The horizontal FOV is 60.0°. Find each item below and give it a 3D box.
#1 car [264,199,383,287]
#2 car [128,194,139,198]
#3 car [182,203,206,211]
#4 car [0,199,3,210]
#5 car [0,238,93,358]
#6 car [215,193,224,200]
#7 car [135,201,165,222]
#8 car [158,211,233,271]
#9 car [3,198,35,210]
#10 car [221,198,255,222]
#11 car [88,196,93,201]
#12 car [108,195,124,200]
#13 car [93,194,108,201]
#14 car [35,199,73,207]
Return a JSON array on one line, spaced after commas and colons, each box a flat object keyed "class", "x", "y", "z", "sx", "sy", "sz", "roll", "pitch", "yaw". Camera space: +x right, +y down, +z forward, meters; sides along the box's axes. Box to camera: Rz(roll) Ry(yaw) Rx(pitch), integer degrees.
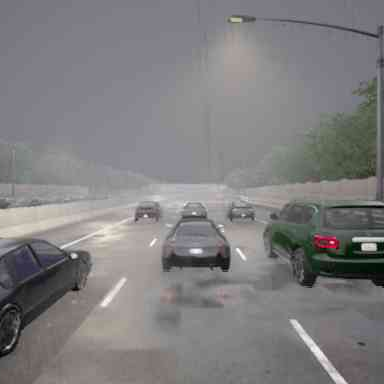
[{"class": "car", "x": 3.614, "y": 1.212, "z": 9.457, "sx": 2.150, "sy": 2.045, "sz": 5.566, "roll": 0, "pitch": 0, "yaw": 0}, {"class": "car", "x": -13.379, "y": 1.307, "z": 76.247, "sx": 2.128, "sy": 1.511, "sz": 4.902, "roll": 0, "pitch": 0, "yaw": 1}, {"class": "car", "x": 0.185, "y": 1.537, "z": 26.668, "sx": 1.994, "sy": 1.385, "sz": 4.181, "roll": 0, "pitch": 0, "yaw": 0}, {"class": "car", "x": -20.941, "y": 1.441, "z": 34.825, "sx": 1.882, "sy": 1.535, "sz": 5.008, "roll": 0, "pitch": 0, "yaw": 1}, {"class": "car", "x": -3.391, "y": 1.541, "z": 5.898, "sx": 2.033, "sy": 1.411, "sz": 5.357, "roll": 0, "pitch": 0, "yaw": 0}, {"class": "car", "x": 7.737, "y": 1.282, "z": 90.009, "sx": 1.882, "sy": 1.535, "sz": 5.008, "roll": 0, "pitch": 0, "yaw": 3}, {"class": "car", "x": -3.317, "y": 1.478, "z": 26.304, "sx": 1.837, "sy": 1.490, "sz": 4.892, "roll": 0, "pitch": 0, "yaw": 0}, {"class": "car", "x": 0.118, "y": 1.553, "z": 10.919, "sx": 1.994, "sy": 1.385, "sz": 4.181, "roll": 0, "pitch": 0, "yaw": 0}, {"class": "car", "x": -17.432, "y": 1.470, "z": 35.234, "sx": 1.837, "sy": 1.490, "sz": 4.892, "roll": 0, "pitch": 0, "yaw": 1}, {"class": "car", "x": 3.682, "y": 1.466, "z": 26.066, "sx": 2.128, "sy": 1.511, "sz": 4.902, "roll": 0, "pitch": 0, "yaw": 0}, {"class": "car", "x": -23.229, "y": 1.499, "z": 78.867, "sx": 1.895, "sy": 1.301, "sz": 4.718, "roll": 0, "pitch": 0, "yaw": -2}, {"class": "car", "x": -16.885, "y": 1.332, "z": 75.888, "sx": 2.128, "sy": 1.511, "sz": 4.902, "roll": 0, "pitch": 0, "yaw": 1}, {"class": "car", "x": -20.384, "y": 1.306, "z": 75.944, "sx": 1.837, "sy": 1.490, "sz": 4.892, "roll": 0, "pitch": 0, "yaw": 1}, {"class": "car", "x": -13.940, "y": 1.456, "z": 34.750, "sx": 2.128, "sy": 1.511, "sz": 4.902, "roll": 0, "pitch": 0, "yaw": 1}]
